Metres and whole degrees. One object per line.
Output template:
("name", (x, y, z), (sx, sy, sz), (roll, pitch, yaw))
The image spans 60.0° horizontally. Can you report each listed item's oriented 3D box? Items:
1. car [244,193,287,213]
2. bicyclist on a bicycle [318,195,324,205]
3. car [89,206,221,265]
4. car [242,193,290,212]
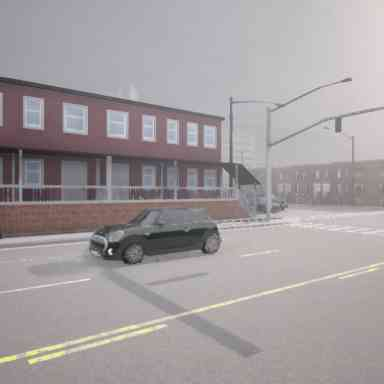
("car", (7.456, 1.319, 36.023), (2.097, 1.767, 4.553), (0, 0, -36))
("bicyclist on a bicycle", (20.340, 1.278, 52.365), (1.656, 1.620, 0.582), (0, 0, -36))
("car", (-1.201, 1.332, 11.732), (4.553, 1.767, 2.097), (0, 0, -36))
("car", (8.803, 1.186, 40.157), (2.150, 2.045, 5.566), (0, 0, -36))
